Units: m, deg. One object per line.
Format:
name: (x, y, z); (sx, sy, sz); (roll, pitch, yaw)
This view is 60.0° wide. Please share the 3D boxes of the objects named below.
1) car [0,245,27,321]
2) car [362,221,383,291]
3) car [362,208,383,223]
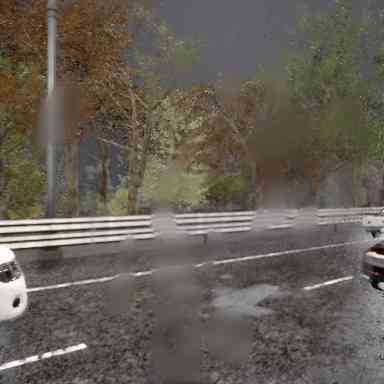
car: (-5.253, 1.202, 4.288); (5.566, 2.045, 2.150); (1, -1, -36)
car: (6.035, 1.576, 7.997); (4.902, 1.511, 2.128); (1, 0, -35)
car: (9.731, 1.320, 14.953); (4.718, 1.301, 1.895); (1, -5, -35)
